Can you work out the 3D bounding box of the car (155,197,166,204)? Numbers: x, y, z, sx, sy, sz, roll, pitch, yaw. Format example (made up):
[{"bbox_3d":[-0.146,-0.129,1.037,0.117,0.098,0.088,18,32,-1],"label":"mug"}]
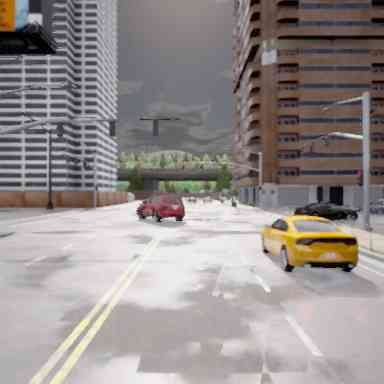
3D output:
[{"bbox_3d":[-6.890,1.881,72.708,1.994,1.385,4.181,0,0,0],"label":"car"}]

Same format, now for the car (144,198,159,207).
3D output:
[{"bbox_3d":[-6.950,1.808,57.575,2.033,1.411,5.357,0,0,1],"label":"car"}]

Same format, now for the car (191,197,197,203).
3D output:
[{"bbox_3d":[0.118,1.828,77.432,1.994,1.385,4.181,0,0,0],"label":"car"}]

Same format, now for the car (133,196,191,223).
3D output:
[{"bbox_3d":[-2.629,1.345,27.438,2.150,2.045,5.566,1,-1,-30],"label":"car"}]

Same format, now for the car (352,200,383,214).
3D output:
[{"bbox_3d":[20.840,1.673,37.327,4.892,1.490,1.837,0,0,1],"label":"car"}]

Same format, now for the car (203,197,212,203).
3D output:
[{"bbox_3d":[3.618,1.798,77.428,1.812,1.442,4.674,0,0,0],"label":"car"}]

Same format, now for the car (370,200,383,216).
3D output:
[{"bbox_3d":[20.203,1.678,33.833,4.674,1.442,1.812,0,0,1],"label":"car"}]

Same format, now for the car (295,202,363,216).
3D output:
[{"bbox_3d":[10.745,1.598,26.663,5.008,1.535,1.882,0,-2,-10],"label":"car"}]

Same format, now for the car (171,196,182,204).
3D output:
[{"bbox_3d":[-3.389,1.684,72.846,2.097,1.767,4.553,0,0,0],"label":"car"}]

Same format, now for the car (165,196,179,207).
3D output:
[{"bbox_3d":[-3.456,1.615,58.059,2.097,1.767,4.553,0,0,1],"label":"car"}]

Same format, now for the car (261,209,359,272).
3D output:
[{"bbox_3d":[3.589,1.528,11.039,1.882,1.535,5.008,0,-1,0],"label":"car"}]
